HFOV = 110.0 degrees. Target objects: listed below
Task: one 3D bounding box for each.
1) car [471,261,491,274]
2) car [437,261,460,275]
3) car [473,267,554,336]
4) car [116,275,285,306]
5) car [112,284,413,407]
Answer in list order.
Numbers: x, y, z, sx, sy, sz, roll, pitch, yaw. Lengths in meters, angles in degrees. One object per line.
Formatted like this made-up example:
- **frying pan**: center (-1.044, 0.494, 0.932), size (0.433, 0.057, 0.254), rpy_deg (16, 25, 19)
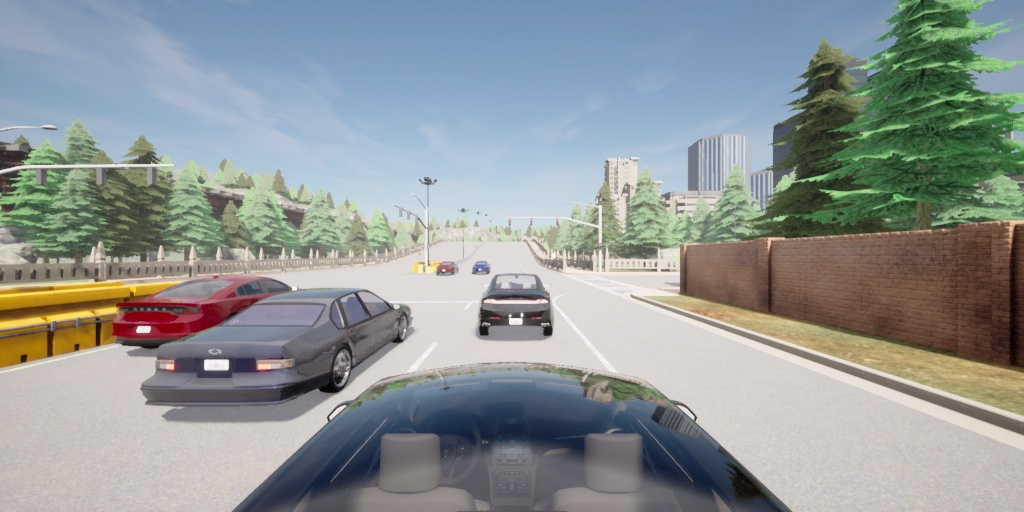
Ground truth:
- **car**: center (-3.409, 1.274, 40.646), size (1.812, 1.442, 4.674), rpy_deg (0, 0, 0)
- **car**: center (-6.905, 1.274, 38.680), size (1.812, 1.442, 4.674), rpy_deg (0, 0, 0)
- **car**: center (0.127, 1.241, 10.377), size (2.128, 1.511, 4.902), rpy_deg (0, 0, 1)
- **car**: center (-6.901, 1.227, 9.192), size (1.882, 1.535, 5.008), rpy_deg (0, 0, 0)
- **car**: center (-3.400, 1.297, 6.630), size (2.033, 1.411, 5.357), rpy_deg (0, 0, 0)
